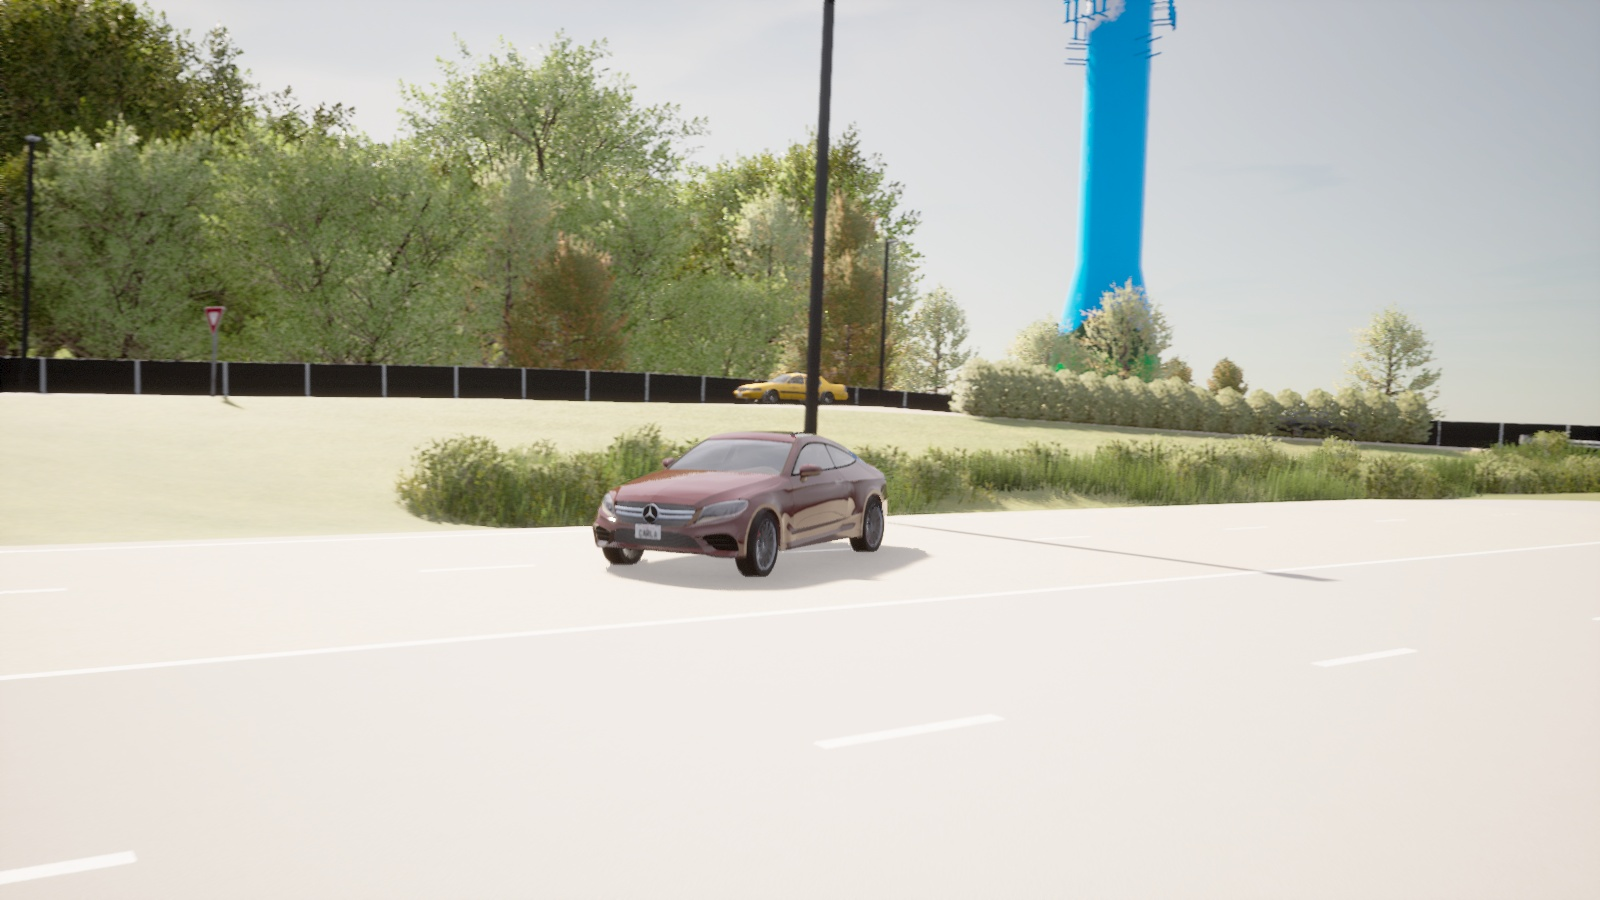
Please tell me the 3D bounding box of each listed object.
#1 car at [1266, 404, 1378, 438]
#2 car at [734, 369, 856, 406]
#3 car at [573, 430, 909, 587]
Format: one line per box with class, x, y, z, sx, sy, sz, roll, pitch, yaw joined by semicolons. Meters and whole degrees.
car;25.664;-1.421;61.857;4.674;1.442;1.812;3;1;2
car;-0.191;-2.788;56.738;5.366;1.575;1.801;-1;2;-32
car;-0.447;0.519;14.405;1.812;1.442;4.674;2;2;26
